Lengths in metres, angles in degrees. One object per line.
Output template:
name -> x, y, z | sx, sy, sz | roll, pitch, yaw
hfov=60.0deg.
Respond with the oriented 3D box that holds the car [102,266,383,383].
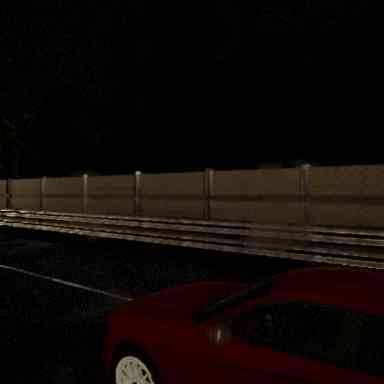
car -> 1.281, 1.478, 3.077 | 5.008, 1.535, 1.882 | 0, 0, 36
